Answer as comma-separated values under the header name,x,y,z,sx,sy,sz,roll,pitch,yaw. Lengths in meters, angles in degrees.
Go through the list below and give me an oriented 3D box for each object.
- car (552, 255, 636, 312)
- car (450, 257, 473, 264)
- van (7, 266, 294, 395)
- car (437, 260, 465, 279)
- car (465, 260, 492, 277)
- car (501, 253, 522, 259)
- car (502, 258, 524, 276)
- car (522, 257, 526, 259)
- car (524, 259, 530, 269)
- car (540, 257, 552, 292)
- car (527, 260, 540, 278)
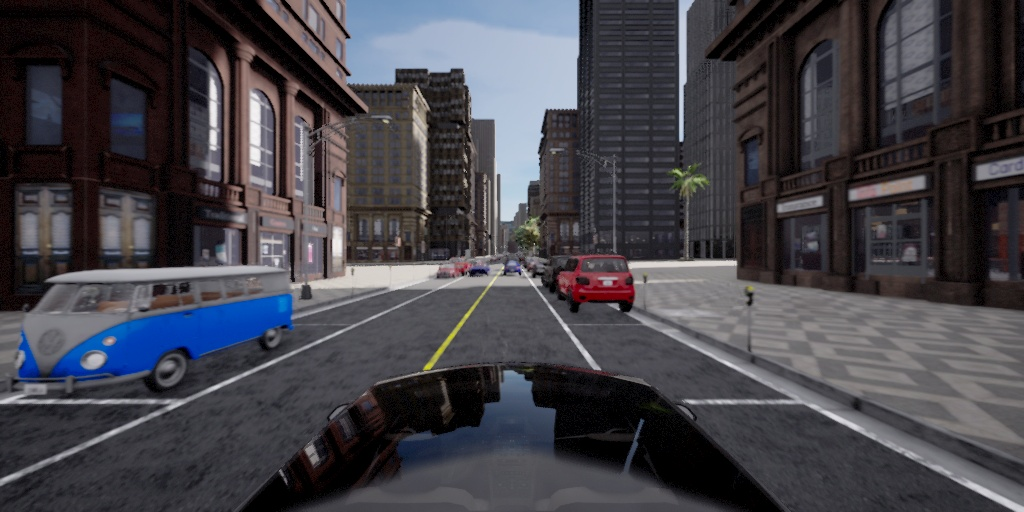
name,x,y,z,sx,sy,sz,roll,pitch,yaw
car,3.104,0.971,14.291,2.150,2.045,5.566,0,0,0
car,-5.768,1.062,38.240,2.192,1.841,5.009,0,0,0
van,-5.763,1.091,6.435,1.690,1.789,3.998,0,0,0
car,-5.767,1.331,32.939,1.802,1.307,4.207,0,0,0
car,-3.099,1.349,35.175,1.895,1.301,4.718,0,0,0
car,0.032,0.952,50.392,2.150,2.045,5.566,0,0,1
car,0.057,1.273,37.799,1.812,1.442,4.674,0,0,0
car,2.755,1.283,55.502,1.948,1.339,4.313,0,0,0
car,2.757,1.321,44.700,1.802,1.307,4.207,0,0,0
car,3.103,0.973,21.291,2.150,2.045,5.566,0,0,0
car,2.758,1.315,33.900,1.948,1.339,4.313,0,0,0
